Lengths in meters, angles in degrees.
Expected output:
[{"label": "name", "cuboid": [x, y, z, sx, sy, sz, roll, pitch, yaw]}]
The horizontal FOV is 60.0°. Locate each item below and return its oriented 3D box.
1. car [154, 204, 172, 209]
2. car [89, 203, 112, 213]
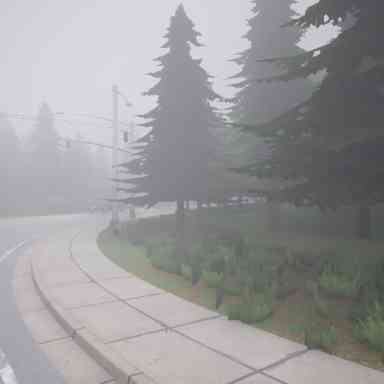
[{"label": "car", "cuboid": [-4.495, 1.526, 45.422, 1.812, 1.442, 4.674, 0, 0, 29]}, {"label": "car", "cuboid": [-9.140, 1.491, 36.517, 2.128, 1.511, 4.902, 0, 0, 27]}]
